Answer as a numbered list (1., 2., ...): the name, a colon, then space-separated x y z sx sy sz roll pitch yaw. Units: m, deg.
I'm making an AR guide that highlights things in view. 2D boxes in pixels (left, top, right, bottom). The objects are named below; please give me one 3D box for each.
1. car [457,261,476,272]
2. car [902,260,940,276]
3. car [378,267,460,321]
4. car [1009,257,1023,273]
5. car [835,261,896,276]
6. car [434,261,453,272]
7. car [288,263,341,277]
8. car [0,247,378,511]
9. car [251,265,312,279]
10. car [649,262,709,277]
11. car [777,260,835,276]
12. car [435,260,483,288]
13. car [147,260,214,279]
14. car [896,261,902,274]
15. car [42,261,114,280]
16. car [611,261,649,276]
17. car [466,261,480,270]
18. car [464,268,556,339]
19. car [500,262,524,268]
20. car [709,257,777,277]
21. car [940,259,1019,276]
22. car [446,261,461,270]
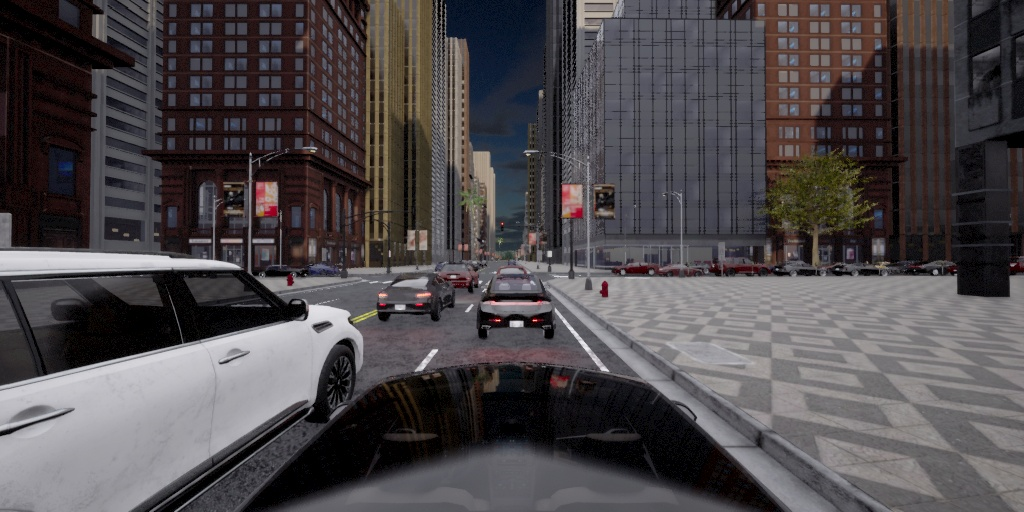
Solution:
1. car: -6.618 1.460 52.227 2.128 1.511 4.902 0 0 0
2. car: 42.840 1.205 36.031 4.892 1.490 1.837 0 -1 -1
3. car: -3.155 1.287 12.414 1.812 1.442 4.674 0 0 0
4. car: 49.130 0.972 33.505 5.009 1.841 2.192 0 0 -1
5. car: 32.215 1.259 33.235 4.313 1.339 1.948 0 0 -1
6. car: -9.858 1.492 51.951 1.812 1.442 4.674 0 0 0
7. car: -20.970 1.481 38.201 4.674 1.442 1.812 0 -1 0
8. car: -3.155 0.972 2.635 2.150 2.045 5.566 0 0 0
9. car: -22.413 1.524 34.979 4.718 1.301 1.895 0 -1 -3
10. car: 15.303 1.326 32.966 4.207 1.307 1.802 0 0 -1
11. car: 26.578 1.274 33.145 4.313 1.339 1.948 0 0 -1
12. car: -3.157 1.140 21.394 2.097 1.767 4.553 0 0 0
13. car: -32.231 1.320 34.986 4.553 1.767 2.097 0 -1 0
14. car: 43.394 1.227 39.127 4.902 1.511 2.128 0 -1 0
15. car: -42.285 1.366 35.004 4.553 1.767 2.097 0 -1 1
16. car: 13.251 1.297 38.719 5.008 1.535 1.882 0 -1 -2
17. car: -6.601 1.557 61.326 1.812 1.442 4.674 0 0 0
18. car: 0.095 1.248 10.103 2.128 1.511 4.902 0 0 0
19. car: -0.008 1.259 19.603 1.882 1.535 5.008 0 0 0
20. car: 20.941 1.040 33.056 5.009 1.841 2.192 0 0 -1
21. car: 43.491 1.213 33.415 4.507 1.381 1.888 0 0 -1
22. car: -9.851 1.554 60.873 1.812 1.442 4.674 0 0 0
